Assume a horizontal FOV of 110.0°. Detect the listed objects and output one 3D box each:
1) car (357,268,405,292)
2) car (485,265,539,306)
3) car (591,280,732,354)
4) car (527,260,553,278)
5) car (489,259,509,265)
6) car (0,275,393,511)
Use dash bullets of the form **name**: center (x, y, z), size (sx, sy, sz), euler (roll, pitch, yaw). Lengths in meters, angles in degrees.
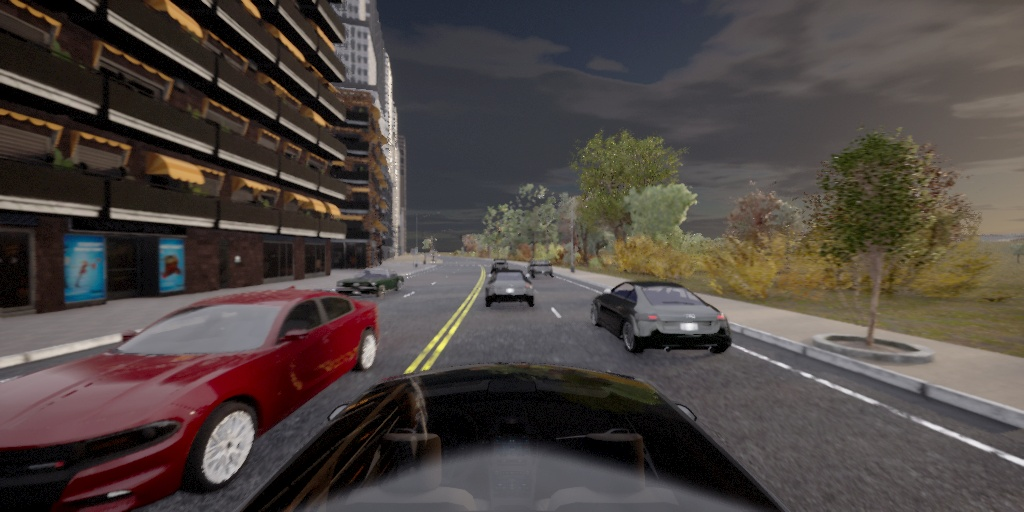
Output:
- **car**: center (-6.882, 1.291, 17.913), size (1.895, 1.301, 4.718), euler (0, 0, -2)
- **car**: center (-0.129, 1.249, 15.413), size (1.994, 1.385, 4.181), euler (0, 0, -2)
- **car**: center (3.271, 1.273, 8.680), size (1.994, 1.385, 4.181), euler (0, 0, -1)
- **car**: center (2.404, 1.089, 31.541), size (2.128, 1.511, 4.902), euler (0, 0, -3)
- **car**: center (-1.369, 1.072, 39.054), size (1.837, 1.490, 4.892), euler (0, 0, -4)
- **car**: center (-3.382, 1.221, 4.721), size (1.882, 1.535, 5.008), euler (0, 0, 0)
